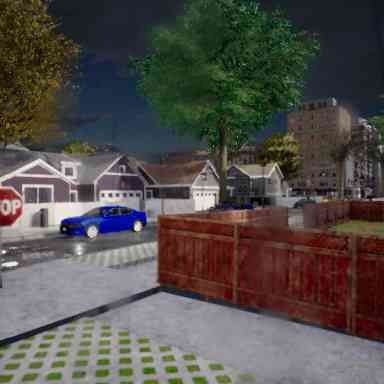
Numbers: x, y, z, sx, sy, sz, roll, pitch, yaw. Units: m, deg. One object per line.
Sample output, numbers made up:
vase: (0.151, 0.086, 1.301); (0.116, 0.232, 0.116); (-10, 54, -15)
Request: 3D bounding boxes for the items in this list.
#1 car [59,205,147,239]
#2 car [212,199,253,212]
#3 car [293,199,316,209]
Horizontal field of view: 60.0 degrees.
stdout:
car: (-4.599, 1.494, 17.824); (1.882, 1.535, 5.008); (0, 0, 36)
car: (3.590, 1.380, 29.200); (2.097, 1.767, 4.553); (0, 0, 36)
car: (15.602, 1.599, 45.720); (2.033, 1.411, 5.357); (0, 0, 36)
